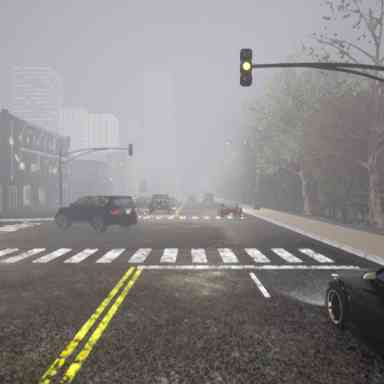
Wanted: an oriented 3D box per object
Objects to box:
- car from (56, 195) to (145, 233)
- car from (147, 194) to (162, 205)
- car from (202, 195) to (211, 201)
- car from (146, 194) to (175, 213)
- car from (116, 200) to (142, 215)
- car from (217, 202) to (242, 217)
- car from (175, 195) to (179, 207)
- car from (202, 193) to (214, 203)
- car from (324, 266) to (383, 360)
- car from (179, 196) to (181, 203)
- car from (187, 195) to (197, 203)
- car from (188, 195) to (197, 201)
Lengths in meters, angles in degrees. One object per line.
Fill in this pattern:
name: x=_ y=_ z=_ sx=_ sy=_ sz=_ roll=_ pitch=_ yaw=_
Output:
car: x=-5.780 y=1.211 z=19.946 sx=5.566 sy=2.045 sz=2.150 roll=0 pitch=-1 yaw=34
car: x=-6.542 y=1.317 z=58.639 sx=2.097 sy=1.767 sz=4.553 roll=0 pitch=0 yaw=0
car: x=3.281 y=1.380 z=76.930 sx=1.895 sy=1.301 sz=4.718 roll=0 pitch=0 yaw=0
car: x=-3.324 y=1.202 z=36.290 sx=2.150 sy=2.045 sz=5.566 roll=0 pitch=0 yaw=0
car: x=-6.592 y=1.582 z=35.338 sx=1.895 sy=1.301 sz=4.718 roll=0 pitch=0 yaw=1
car: x=3.363 y=1.585 z=30.495 sx=1.895 sy=1.301 sz=4.718 roll=0 pitch=0 yaw=0
car: x=-3.308 y=1.498 z=49.122 sx=1.812 sy=1.442 sz=4.674 roll=0 pitch=0 yaw=0
car: x=3.276 y=1.182 z=66.512 sx=2.150 sy=2.045 sz=5.566 roll=0 pitch=0 yaw=0
car: x=3.350 y=1.562 z=4.280 sx=1.994 sy=1.385 sz=4.181 roll=0 pitch=0 yaw=0
car: x=-3.238 y=1.437 z=67.520 sx=1.882 sy=1.535 sz=5.008 roll=0 pitch=0 yaw=0
car: x=0.026 y=1.452 z=66.482 sx=2.128 sy=1.511 sz=4.902 roll=0 pitch=0 yaw=0
car: x=0.031 y=1.324 z=76.901 sx=2.033 sy=1.411 sz=5.357 roll=0 pitch=0 yaw=0
